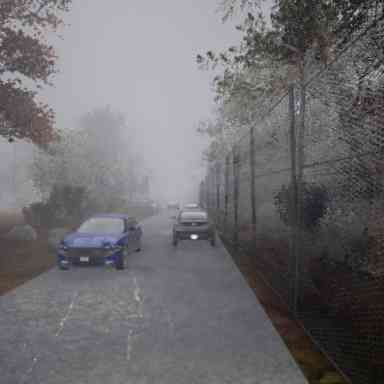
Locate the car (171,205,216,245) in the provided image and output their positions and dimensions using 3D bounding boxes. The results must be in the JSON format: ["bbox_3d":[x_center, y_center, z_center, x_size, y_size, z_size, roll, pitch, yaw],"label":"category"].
[{"bbox_3d":[0.085,1.561,15.755,1.837,1.490,4.892,0,0,0],"label":"car"}]

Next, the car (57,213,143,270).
[{"bbox_3d":[-2.851,1.506,11.281,1.882,1.535,5.008,0,0,0],"label":"car"}]

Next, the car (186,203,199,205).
[{"bbox_3d":[0.026,1.799,33.680,1.812,1.442,4.674,0,-1,0],"label":"car"}]

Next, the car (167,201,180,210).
[{"bbox_3d":[-3.004,2.197,54.183,1.882,1.535,5.008,0,-2,0],"label":"car"}]
